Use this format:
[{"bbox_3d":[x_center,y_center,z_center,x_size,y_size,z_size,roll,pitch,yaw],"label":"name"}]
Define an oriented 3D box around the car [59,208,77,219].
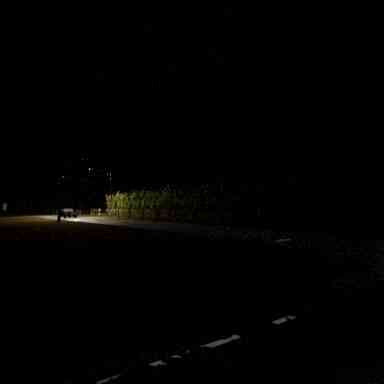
[{"bbox_3d":[-18.774,3.217,50.067,2.128,1.511,4.902,1,-3,-36],"label":"car"}]
